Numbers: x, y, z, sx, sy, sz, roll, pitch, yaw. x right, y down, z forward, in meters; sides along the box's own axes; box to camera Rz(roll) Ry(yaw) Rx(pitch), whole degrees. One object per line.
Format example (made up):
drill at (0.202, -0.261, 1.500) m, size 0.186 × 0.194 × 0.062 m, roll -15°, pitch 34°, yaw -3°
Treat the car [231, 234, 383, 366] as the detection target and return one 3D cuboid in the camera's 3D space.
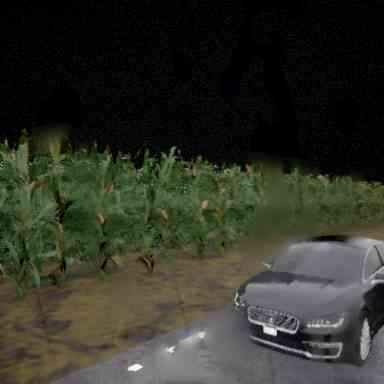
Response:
car at (2.634, 1.613, 6.177) m, size 1.837 × 1.490 × 4.892 m, roll -1°, pitch -2°, yaw 42°
